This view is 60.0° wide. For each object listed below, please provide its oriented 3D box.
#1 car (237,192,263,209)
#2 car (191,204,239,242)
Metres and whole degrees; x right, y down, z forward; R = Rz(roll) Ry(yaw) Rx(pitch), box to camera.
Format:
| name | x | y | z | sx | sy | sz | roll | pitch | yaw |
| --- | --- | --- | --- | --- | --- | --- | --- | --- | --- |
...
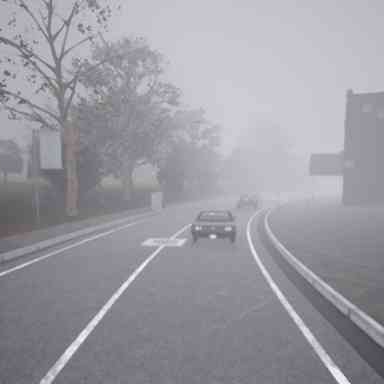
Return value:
| name | x | y | z | sx | sy | sz | roll | pitch | yaw |
| --- | --- | --- | --- | --- | --- | --- | --- | --- | --- |
| car | 6.274 | 0.811 | 35.674 | 2.097 | 1.767 | 4.553 | 2 | 2 | 20 |
| car | 1.151 | 1.491 | 15.745 | 1.895 | 1.301 | 4.718 | 1 | 1 | 7 |
